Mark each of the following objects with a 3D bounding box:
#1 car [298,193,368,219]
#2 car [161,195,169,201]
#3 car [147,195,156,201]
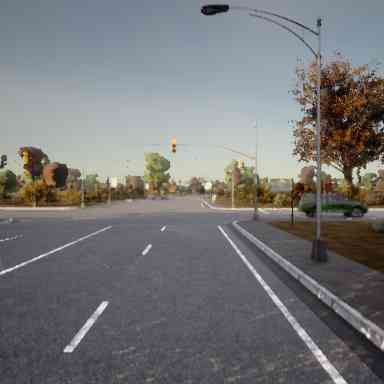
[{"bbox_3d":[12.167,1.125,28.950,5.566,2.045,2.150,0,0,3],"label":"car"},{"bbox_3d":[-6.994,1.531,85.518,2.033,1.411,5.357,0,0,0],"label":"car"},{"bbox_3d":[-10.494,1.469,85.528,1.882,1.535,5.008,0,0,0],"label":"car"}]
